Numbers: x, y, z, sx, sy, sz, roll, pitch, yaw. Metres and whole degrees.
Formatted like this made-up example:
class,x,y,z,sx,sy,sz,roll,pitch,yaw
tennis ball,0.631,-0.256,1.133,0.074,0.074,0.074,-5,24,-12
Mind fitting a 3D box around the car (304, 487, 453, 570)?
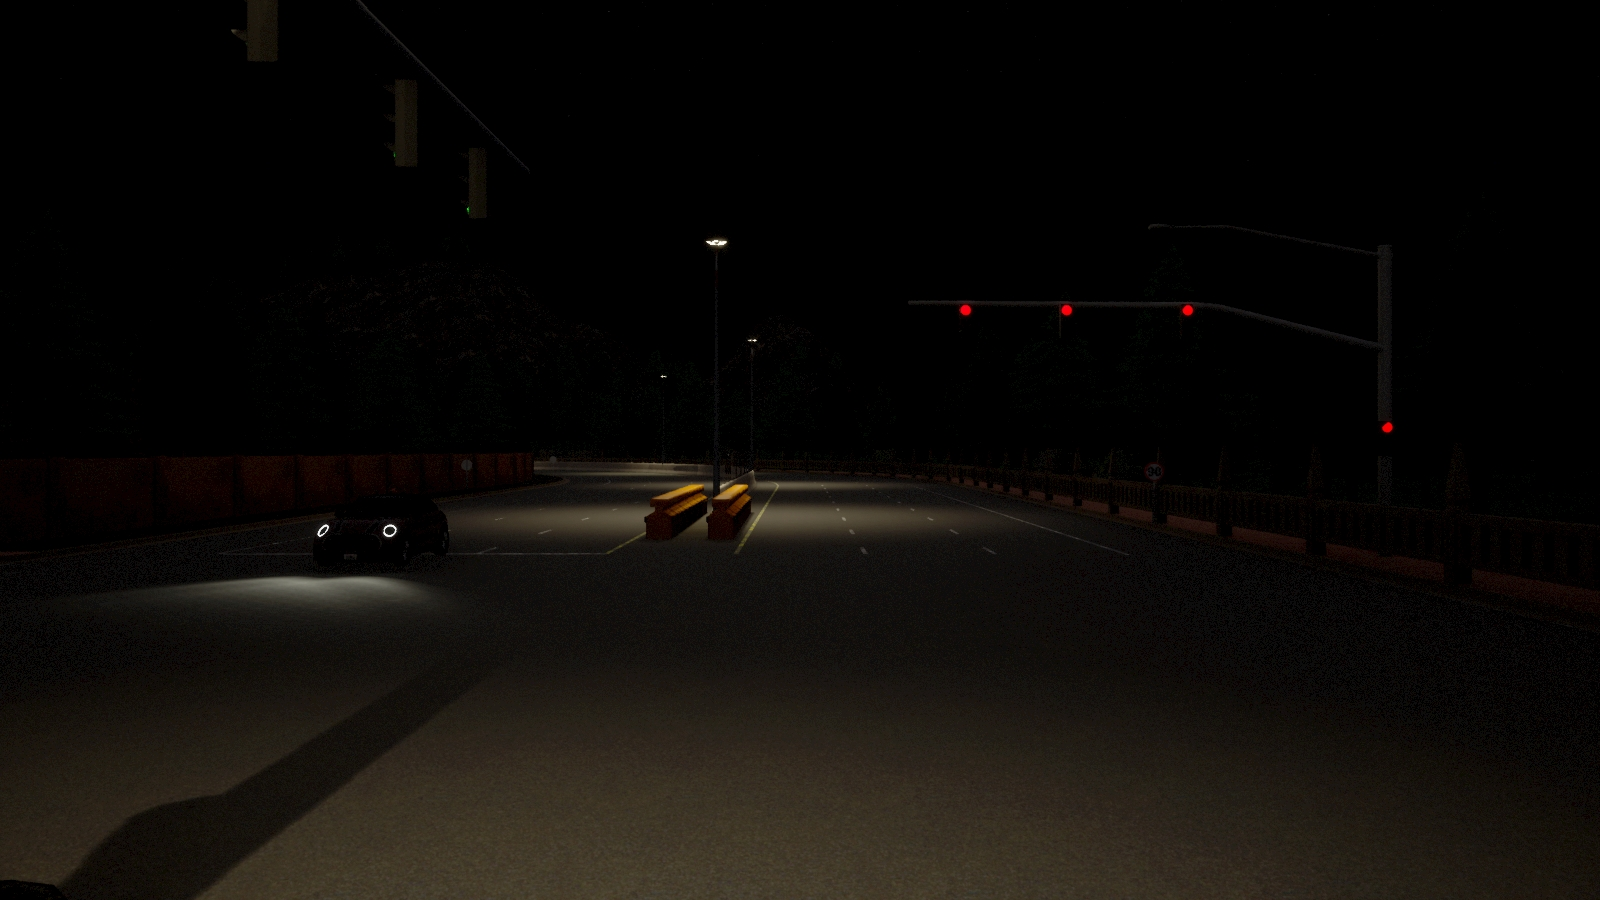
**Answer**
class,x,y,z,sx,sy,sz,roll,pitch,yaw
car,-10.504,1.906,28.861,2.097,1.767,4.553,0,0,0
